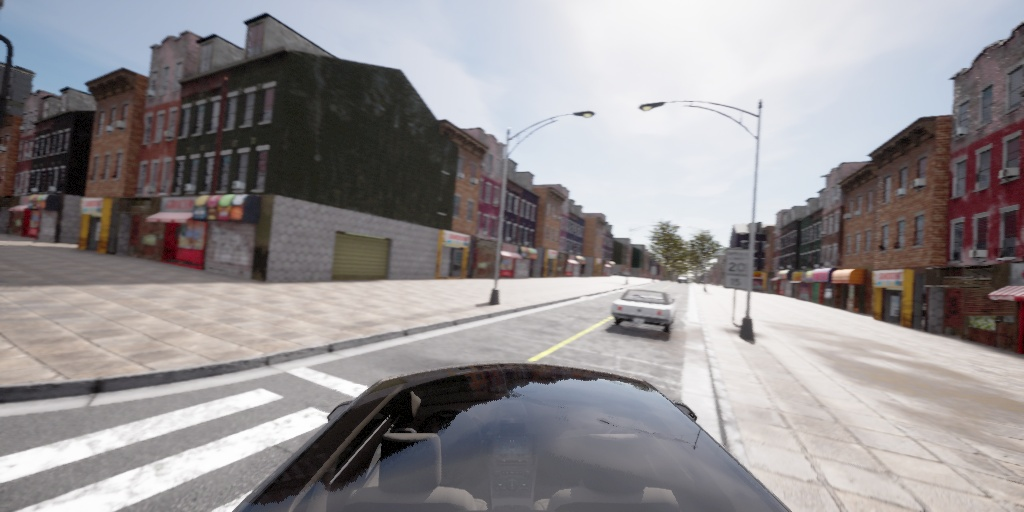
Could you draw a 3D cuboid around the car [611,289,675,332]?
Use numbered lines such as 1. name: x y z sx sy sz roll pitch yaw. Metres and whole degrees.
1. car: 5.131 1.912 13.609 1.895 1.301 4.718 4 -1 27
